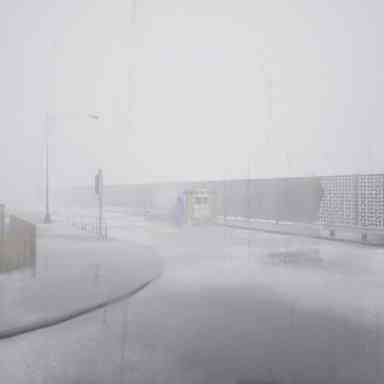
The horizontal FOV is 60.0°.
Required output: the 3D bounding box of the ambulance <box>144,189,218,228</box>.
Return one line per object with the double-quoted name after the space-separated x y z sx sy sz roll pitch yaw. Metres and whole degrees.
-1.069 1.031 22.509 2.351 2.431 6.366 0 0 -35 "ambulance"
